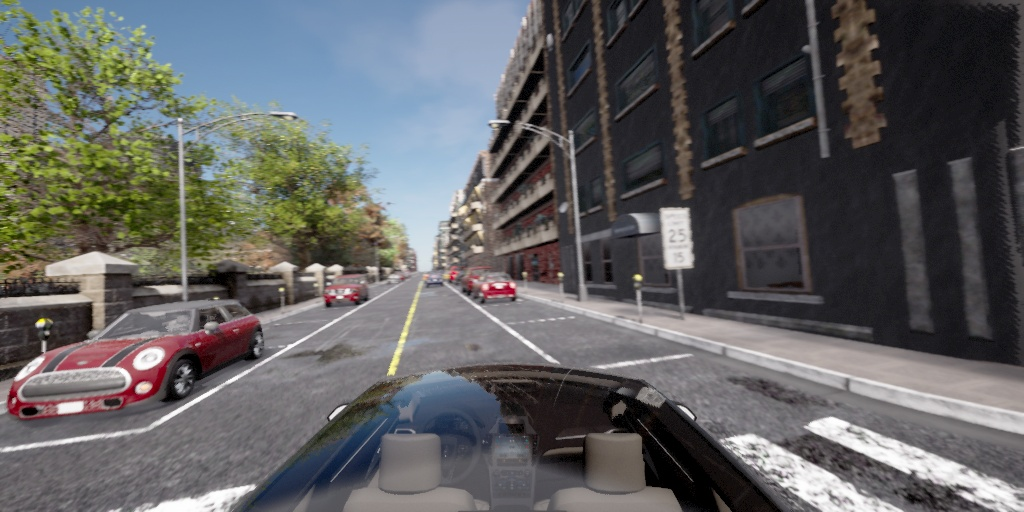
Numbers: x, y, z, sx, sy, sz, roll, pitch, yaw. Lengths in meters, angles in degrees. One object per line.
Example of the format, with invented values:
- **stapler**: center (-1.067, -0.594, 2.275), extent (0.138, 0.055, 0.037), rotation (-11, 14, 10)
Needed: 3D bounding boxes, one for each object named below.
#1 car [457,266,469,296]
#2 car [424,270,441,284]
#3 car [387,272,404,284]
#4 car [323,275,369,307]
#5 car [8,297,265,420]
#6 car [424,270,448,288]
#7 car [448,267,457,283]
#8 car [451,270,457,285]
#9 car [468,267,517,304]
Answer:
- **car**: center (-2.319, 1.699, 24.998), extent (2.192, 1.841, 5.009), rotation (0, 0, -14)
- **car**: center (-11.170, 2.864, 50.348), extent (2.097, 1.767, 4.553), rotation (-3, -1, -13)
- **car**: center (-18.159, 3.603, 55.244), extent (2.007, 1.370, 4.403), rotation (0, 0, -14)
- **car**: center (-10.454, 2.146, 23.035), extent (2.192, 1.841, 5.009), rotation (0, 0, -14)
- **car**: center (-6.601, 1.660, 6.931), extent (1.967, 1.591, 4.097), rotation (0, 0, -14)
- **car**: center (-8.451, 2.634, 39.150), extent (2.033, 1.411, 5.357), rotation (-3, -1, -13)
- **car**: center (-6.924, 2.377, 45.800), extent (2.150, 2.045, 5.566), rotation (-3, -1, -14)
- **car**: center (-5.234, 2.391, 38.968), extent (1.837, 1.490, 4.892), rotation (-3, -1, -14)
- **car**: center (-1.034, 1.620, 19.630), extent (1.967, 1.591, 4.097), rotation (0, 0, -14)
